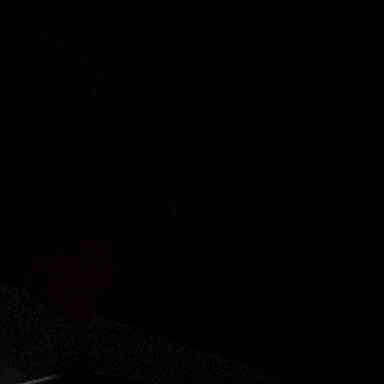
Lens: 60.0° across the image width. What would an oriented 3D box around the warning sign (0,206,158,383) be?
[{"bbox_3d":[-1.196,1.111,3.521,1.060,1.860,1.300,0,0,35],"label":"warning sign"}]
